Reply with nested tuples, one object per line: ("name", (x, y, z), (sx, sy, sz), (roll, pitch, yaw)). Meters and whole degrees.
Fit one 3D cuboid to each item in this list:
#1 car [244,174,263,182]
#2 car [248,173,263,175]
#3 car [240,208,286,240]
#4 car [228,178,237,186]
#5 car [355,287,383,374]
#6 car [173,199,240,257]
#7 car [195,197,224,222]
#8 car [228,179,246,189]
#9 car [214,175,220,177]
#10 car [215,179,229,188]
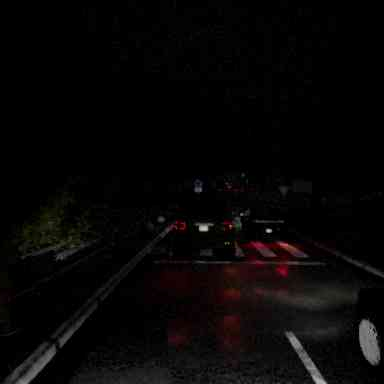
("car", (16.049, -3.337, 89.967), (4.892, 1.521, 2.231), (1, 5, 12))
("car", (16.642, -3.701, 92.636), (4.553, 1.767, 2.185), (1, 5, 12))
("car", (3.664, 1.582, 17.783), (2.128, 1.511, 4.902), (0, 0, 3))
("car", (9.552, -2.346, 79.033), (2.128, 1.511, 4.902), (0, 5, 5))
("car", (3.171, 1.494, 2.628), (1.882, 1.535, 5.008), (0, 0, 1))
("car", (0.473, 1.288, 13.447), (2.150, 2.045, 5.566), (0, 0, 2))
("car", (1.503, 1.357, 27.002), (1.837, 1.490, 4.892), (0, 3, 9))
("car", (9.261, -1.453, 68.825), (1.812, 1.442, 4.674), (0, 5, -1))
("car", (6.773, -2.564, 81.241), (1.882, 1.535, 5.008), (1, 5, 8))
("car", (6.237, -1.667, 71.113), (1.837, 1.490, 4.892), (0, 5, 2))
